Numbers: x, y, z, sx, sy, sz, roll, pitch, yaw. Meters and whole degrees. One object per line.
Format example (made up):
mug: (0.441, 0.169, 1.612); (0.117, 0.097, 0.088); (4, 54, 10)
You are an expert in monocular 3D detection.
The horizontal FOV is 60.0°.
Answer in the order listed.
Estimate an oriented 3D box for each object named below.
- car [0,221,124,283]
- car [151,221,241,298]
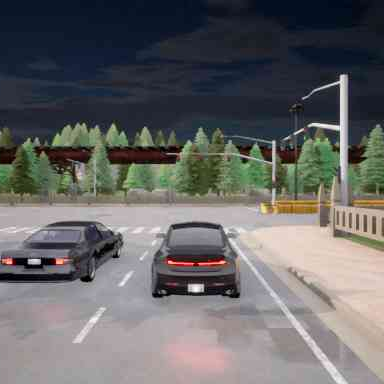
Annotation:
car: (-3.385, 1.549, 9.681); (2.033, 1.411, 5.357); (0, 0, 0)
car: (0.101, 1.506, 8.491); (1.837, 1.490, 4.892); (0, 0, 1)
